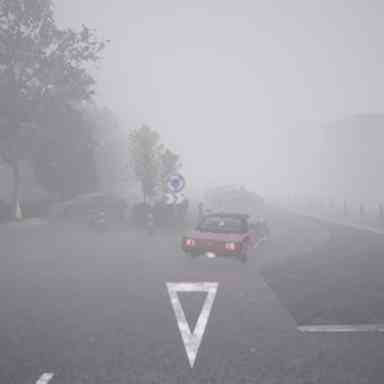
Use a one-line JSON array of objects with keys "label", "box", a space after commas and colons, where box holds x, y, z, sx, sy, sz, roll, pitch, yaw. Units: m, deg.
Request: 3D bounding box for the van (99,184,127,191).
[{"label": "van", "box": [-8.680, 0.284, 30.857, 4.442, 1.987, 1.878, 1, 1, 0]}]

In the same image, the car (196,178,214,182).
[{"label": "car", "box": [4.283, -1.660, 81.034, 5.566, 2.045, 2.435, 0, 4, 0]}]

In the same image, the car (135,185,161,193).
[{"label": "car", "box": [-8.785, -0.590, 66.979, 5.008, 1.535, 2.097, 0, 3, 0]}]

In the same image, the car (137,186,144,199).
[{"label": "car", "box": [-8.984, 0.330, 42.022, 5.366, 1.575, 1.946, 0, 1, 0]}]

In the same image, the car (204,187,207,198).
[{"label": "car", "box": [4.285, 0.387, 39.282, 5.008, 1.535, 2.097, 0, 1, 0]}]

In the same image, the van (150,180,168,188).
[{"label": "van", "box": [-8.648, -1.985, 86.564, 4.442, 1.987, 1.878, 0, 4, 0]}]

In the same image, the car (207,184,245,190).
[{"label": "car", "box": [4.246, 0.307, 36.501, 4.553, 1.767, 2.185, 0, 1, 0]}]

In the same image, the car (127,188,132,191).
[{"label": "car", "box": [-8.807, 0.512, 33.534, 4.674, 1.452, 2.002, 0, 1, 0]}]

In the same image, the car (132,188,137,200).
[{"label": "car", "box": [-8.805, 0.474, 36.319, 4.674, 1.452, 2.002, 0, 1, 0]}]

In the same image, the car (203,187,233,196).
[{"label": "car", "box": [4.321, -0.064, 56.008, 4.792, 1.488, 2.163, 0, 2, 0]}]

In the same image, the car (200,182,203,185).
[{"label": "car", "box": [4.267, -0.583, 64.349, 4.553, 1.767, 2.185, 0, 3, 0]}]

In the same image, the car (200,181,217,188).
[{"label": "car", "box": [4.349, -2.054, 89.250, 4.553, 1.767, 2.185, 0, 4, 0]}]

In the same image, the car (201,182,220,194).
[{"label": "car", "box": [4.253, 0.081, 42.070, 5.566, 2.045, 2.435, 0, 1, 0]}]

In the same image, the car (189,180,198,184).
[{"label": "car", "box": [-0.236, -1.072, 71.289, 2.097, 1.767, 4.553, 0, 3, 0]}]

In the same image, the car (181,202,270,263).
[{"label": "car", "box": [1.387, 1.366, 11.564, 1.895, 1.301, 4.718, 2, 5, 22]}]

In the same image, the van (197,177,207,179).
[{"label": "van", "box": [4.205, -2.514, 94.924, 4.442, 1.987, 1.878, 0, 4, 0]}]

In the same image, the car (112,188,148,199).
[{"label": "car", "box": [-8.765, 0.228, 47.472, 4.792, 1.488, 2.163, 0, 2, 0]}]

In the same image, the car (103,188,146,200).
[{"label": "car", "box": [-8.982, 0.266, 44.817, 5.366, 1.575, 1.946, 0, 1, 0]}]

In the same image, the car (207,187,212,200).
[{"label": "car", "box": [4.246, 0.500, 33.718, 4.792, 1.488, 2.163, 0, 1, 0]}]

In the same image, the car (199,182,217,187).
[{"label": "car", "box": [4.313, -2.111, 92.160, 4.892, 1.521, 2.231, 0, 4, 0]}]

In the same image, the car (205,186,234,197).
[{"label": "car", "box": [4.321, -0.114, 53.217, 4.553, 1.767, 2.185, 0, 2, 0]}]

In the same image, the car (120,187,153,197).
[{"label": "car", "box": [-8.785, 0.016, 53.050, 5.008, 1.535, 2.097, 0, 2, 0]}]

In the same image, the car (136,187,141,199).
[{"label": "car", "box": [-8.829, 0.417, 39.231, 4.792, 1.488, 2.163, 0, 1, 0]}]

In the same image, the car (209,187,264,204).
[{"label": "car", "box": [4.303, 0.537, 30.934, 4.792, 1.488, 2.163, 0, 1, 0]}]

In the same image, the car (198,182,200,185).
[{"label": "car", "box": [4.310, -0.899, 72.709, 5.008, 1.535, 2.097, 0, 3, 0]}]

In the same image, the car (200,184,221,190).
[{"label": "car", "box": [4.312, -1.194, 78.275, 4.674, 1.452, 2.002, 0, 4, 0]}]

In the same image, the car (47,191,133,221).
[{"label": "car", "box": [-6.531, 0.873, 21.019, 4.892, 1.490, 1.837, -1, 0, -40]}]

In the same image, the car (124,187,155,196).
[{"label": "car", "box": [-8.782, -0.092, 55.966, 4.892, 1.521, 2.231, 0, 2, 0]}]

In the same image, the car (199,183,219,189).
[{"label": "car", "box": [4.318, -1.585, 83.827, 5.008, 1.535, 2.097, 0, 4, 0]}]

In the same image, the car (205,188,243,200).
[{"label": "car", "box": [4.290, 0.270, 44.864, 4.892, 1.521, 2.231, 0, 2, 0]}]

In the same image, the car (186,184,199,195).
[{"label": "car", "box": [-0.241, -0.283, 62.029, 2.033, 1.411, 5.357, 0, 3, 0]}]

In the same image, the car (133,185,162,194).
[{"label": "car", "box": [-8.596, -0.454, 64.193, 5.366, 1.575, 1.946, 0, 3, 0]}]

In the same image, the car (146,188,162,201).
[{"label": "car", "box": [-3.856, 0.264, 38.928, 2.097, 1.767, 4.553, 0, 1, 0]}]

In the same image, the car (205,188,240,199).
[{"label": "car", "box": [4.315, 0.225, 47.643, 4.792, 1.488, 2.163, 0, 2, 0]}]
